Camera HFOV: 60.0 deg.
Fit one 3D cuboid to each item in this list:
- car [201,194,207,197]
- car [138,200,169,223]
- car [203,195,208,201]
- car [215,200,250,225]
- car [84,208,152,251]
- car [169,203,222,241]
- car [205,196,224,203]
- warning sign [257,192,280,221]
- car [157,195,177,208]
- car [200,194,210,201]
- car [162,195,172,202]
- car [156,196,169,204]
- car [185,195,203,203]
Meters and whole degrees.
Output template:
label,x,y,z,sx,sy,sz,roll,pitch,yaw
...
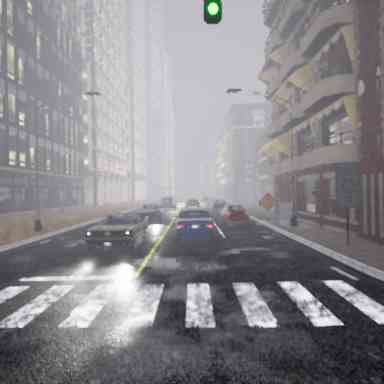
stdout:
label,x,y,z,sx,sy,sz,roll,pitch,yaw
car,2.832,1.357,68.946,1.802,1.307,4.206,-1,0,0
car,-3.053,1.537,24.706,1.994,1.385,4.181,-1,0,0
car,2.767,1.376,40.702,2.008,1.369,4.403,-1,0,0
car,2.774,1.445,22.137,1.802,1.307,4.206,-1,0,0
car,-3.084,1.596,14.396,1.895,1.301,4.718,-1,0,0
car,0.120,1.475,16.304,2.033,1.411,5.357,-1,0,0
car,2.753,1.388,35.054,2.008,1.369,4.403,-1,0,0
warning sign,5.089,0.932,22.245,1.300,1.860,1.060,-1,0,0
car,-2.994,1.290,40.877,2.097,1.767,4.553,-1,0,0
car,2.843,1.206,74.594,1.967,1.590,4.097,-1,0,0
car,-5.534,1.476,74.614,1.887,1.381,4.507,-1,0,0
car,-5.560,1.500,63.316,2.008,1.369,4.403,-1,0,0
car,0.091,1.434,45.142,1.994,1.385,4.181,-1,0,0
